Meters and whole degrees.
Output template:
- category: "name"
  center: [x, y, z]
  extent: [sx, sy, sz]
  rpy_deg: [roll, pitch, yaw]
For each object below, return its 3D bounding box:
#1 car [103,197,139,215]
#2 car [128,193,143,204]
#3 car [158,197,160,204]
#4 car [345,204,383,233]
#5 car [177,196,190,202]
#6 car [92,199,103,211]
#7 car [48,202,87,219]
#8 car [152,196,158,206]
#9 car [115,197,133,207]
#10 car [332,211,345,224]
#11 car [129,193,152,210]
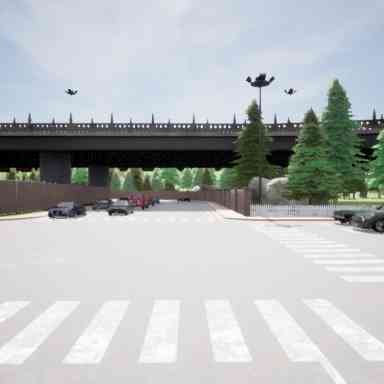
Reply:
- category: "car"
  center: [-7.043, 1.545, 33.560]
  extent: [2.033, 1.411, 5.357]
  rpy_deg: [0, 0, 0]
- category: "car"
  center: [-10.690, 1.217, 63.440]
  extent: [2.150, 2.045, 5.566]
  rpy_deg: [0, 0, -3]
- category: "car"
  center: [-7.197, 1.543, 64.403]
  extent: [2.033, 1.411, 5.357]
  rpy_deg: [0, 0, -3]
- category: "car"
  center: [11.481, 1.295, 18.671]
  extent: [4.553, 1.767, 2.097]
  rpy_deg: [0, 0, 2]
- category: "car"
  center: [-1.908, 1.547, 75.198]
  extent: [1.994, 1.385, 4.181]
  rpy_deg: [0, 0, -19]
- category: "car"
  center: [-10.553, 1.523, 40.017]
  extent: [1.812, 1.442, 4.674]
  rpy_deg: [0, 0, 0]
- category: "car"
  center: [-10.787, 1.563, 28.960]
  extent: [1.994, 1.385, 4.181]
  rpy_deg: [0, 0, 4]
- category: "car"
  center: [-7.046, 1.560, 53.742]
  extent: [1.994, 1.385, 4.181]
  rpy_deg: [0, 0, 0]
- category: "car"
  center: [-10.542, 1.522, 51.884]
  extent: [1.812, 1.442, 4.674]
  rpy_deg: [0, 0, 0]
- category: "car"
  center: [11.985, 1.544, 22.179]
  extent: [4.718, 1.301, 1.895]
  rpy_deg: [0, 0, 2]
- category: "car"
  center: [-7.045, 1.218, 43.734]
  extent: [2.150, 2.045, 5.566]
  rpy_deg: [0, 0, 0]
